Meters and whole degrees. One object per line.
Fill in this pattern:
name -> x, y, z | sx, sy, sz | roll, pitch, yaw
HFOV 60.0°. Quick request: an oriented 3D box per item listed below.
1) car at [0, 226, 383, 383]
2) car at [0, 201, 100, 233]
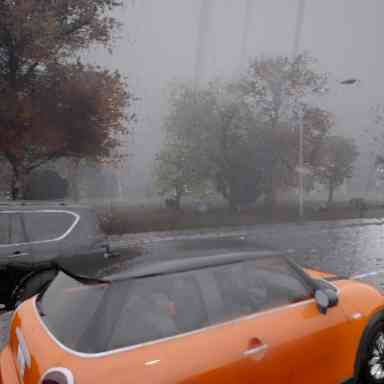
car -> 0.410, 1.336, 3.820 | 4.553, 1.767, 2.097 | 0, 0, -34
car -> -4.066, 1.198, 5.291 | 5.566, 2.045, 2.150 | 0, 0, -35
